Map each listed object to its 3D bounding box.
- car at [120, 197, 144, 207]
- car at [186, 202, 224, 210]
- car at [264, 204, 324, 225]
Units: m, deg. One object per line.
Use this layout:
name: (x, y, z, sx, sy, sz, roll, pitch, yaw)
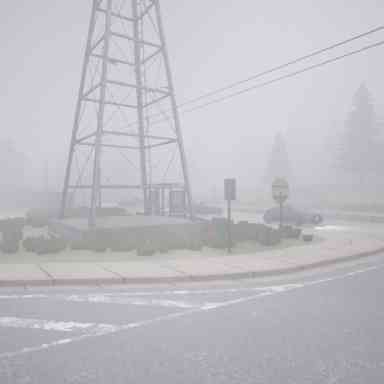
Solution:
car: (-8.021, 1.478, 47.362, 5.008, 1.535, 1.882, 0, 0, 17)
car: (1.021, 1.600, 32.061, 1.895, 1.301, 4.718, 0, 0, -34)
car: (6.990, 1.564, 23.306, 1.994, 1.385, 4.181, 0, 0, -36)
